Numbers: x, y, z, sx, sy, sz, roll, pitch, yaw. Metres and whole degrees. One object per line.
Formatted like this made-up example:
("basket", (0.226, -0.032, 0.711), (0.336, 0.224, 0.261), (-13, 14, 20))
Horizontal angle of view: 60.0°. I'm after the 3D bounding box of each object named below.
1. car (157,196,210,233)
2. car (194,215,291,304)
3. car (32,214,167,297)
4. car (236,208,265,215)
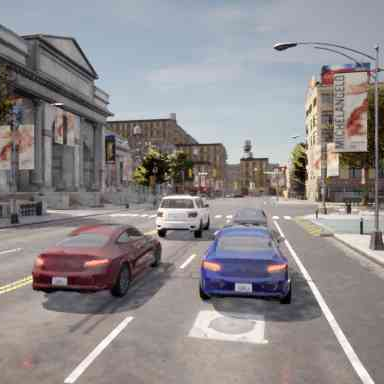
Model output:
("car", (-0.344, 1.221, 18.071), (2.150, 2.045, 5.566), (0, 0, 9))
("car", (1.307, 1.526, 8.152), (1.812, 1.442, 4.674), (0, 0, 10))
("car", (-2.133, 1.526, 8.549), (1.812, 1.442, 4.674), (0, 0, 9))
("car", (3.077, 1.547, 17.515), (2.033, 1.411, 5.357), (0, 0, 11))
